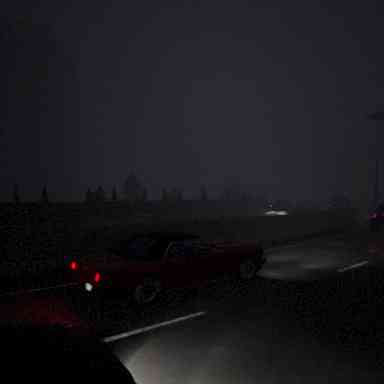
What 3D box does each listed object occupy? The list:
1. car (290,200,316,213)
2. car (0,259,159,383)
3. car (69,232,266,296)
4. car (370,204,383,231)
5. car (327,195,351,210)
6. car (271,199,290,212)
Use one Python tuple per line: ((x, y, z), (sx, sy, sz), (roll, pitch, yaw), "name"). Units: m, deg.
((13.577, 1.738, 39.733), (1.812, 1.442, 4.674), (0, 0, 31), "car")
((-2.913, 1.551, 1.751), (5.357, 1.411, 2.033), (0, 0, -35), "car")
((-0.348, 1.639, 8.092), (4.718, 1.301, 1.895), (0, 0, -38), "car")
((12.762, 1.473, 20.733), (2.097, 1.767, 4.553), (0, 0, 42), "car")
((17.444, 1.436, 39.325), (2.150, 2.045, 5.566), (0, 0, 31), "car")
((11.757, 1.732, 43.502), (1.837, 1.490, 4.892), (0, 0, 30), "car")
